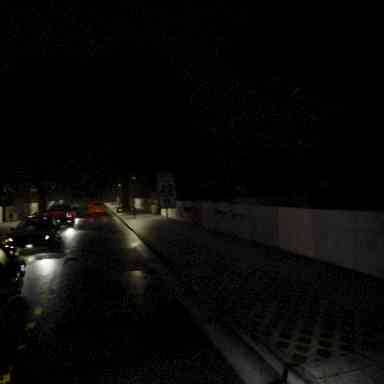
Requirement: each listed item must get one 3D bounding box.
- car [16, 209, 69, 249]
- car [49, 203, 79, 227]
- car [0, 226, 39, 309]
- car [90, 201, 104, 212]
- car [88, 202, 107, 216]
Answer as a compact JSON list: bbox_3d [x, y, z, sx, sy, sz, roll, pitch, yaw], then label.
[{"bbox_3d":[-7.380,1.838,16.051,2.033,1.411,5.357,-3,0,-16],"label":"car"},{"bbox_3d":[-10.228,1.748,25.811,2.097,1.767,4.553,-3,0,-16],"label":"car"},{"bbox_3d":[-4.547,1.735,6.338,2.033,1.411,5.357,-3,0,-16],"label":"car"},{"bbox_3d":[-13.927,2.119,48.699,1.895,1.301,4.718,-3,0,-16],"label":"car"},{"bbox_3d":[-10.906,1.877,38.490,1.882,1.535,5.008,-3,0,-16],"label":"car"}]
